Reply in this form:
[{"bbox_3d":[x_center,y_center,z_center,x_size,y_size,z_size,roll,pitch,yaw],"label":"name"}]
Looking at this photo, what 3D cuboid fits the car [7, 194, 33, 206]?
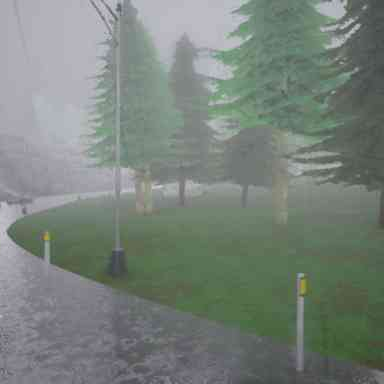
[{"bbox_3d":[-22.947,0.989,44.513,2.128,1.511,4.902,0,2,-6],"label":"car"}]
